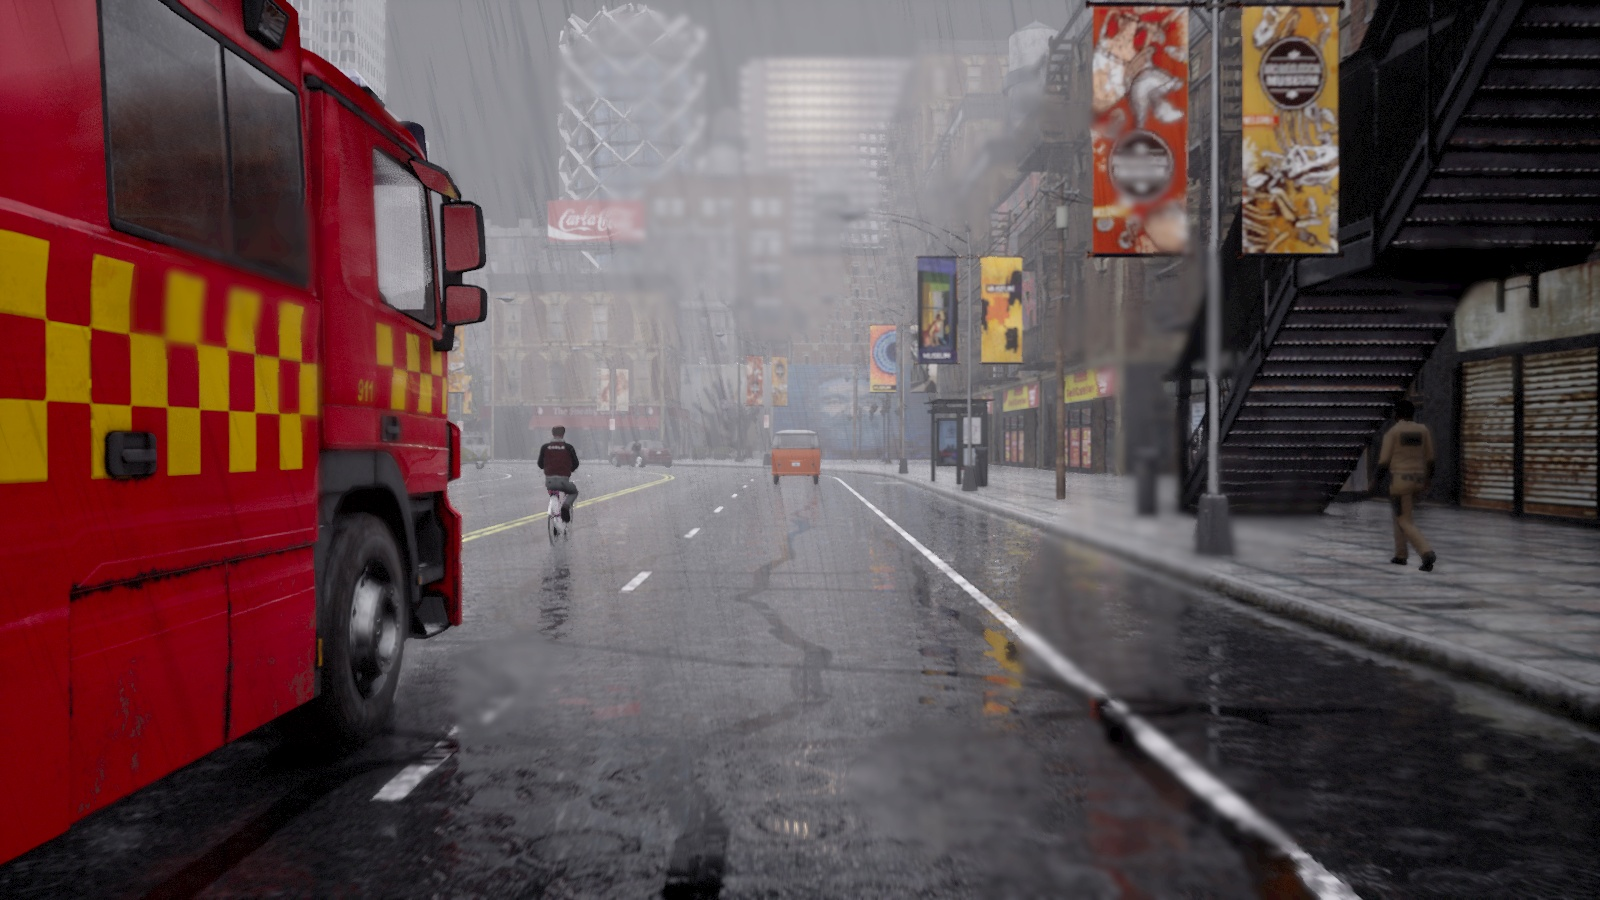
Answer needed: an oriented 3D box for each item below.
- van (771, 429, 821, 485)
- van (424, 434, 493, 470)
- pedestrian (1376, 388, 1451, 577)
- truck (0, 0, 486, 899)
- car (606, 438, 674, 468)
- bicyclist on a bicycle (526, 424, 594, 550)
[{"bbox_3d":[-0.139,0.235,46.912,1.775,1.987,4.442,0,0,0],"label":"van"},{"bbox_3d":[-19.612,0.079,72.017,4.442,1.987,1.775,0,0,43],"label":"van"},{"bbox_3d":[6.449,0.333,13.215,0.396,1.930,0.692,0,0,-6],"label":"pedestrian"},{"bbox_3d":[-3.482,-0.442,3.898,2.891,3.827,8.468,0,0,0],"label":"truck"},{"bbox_3d":[-9.808,0.165,76.842,2.097,1.767,4.553,0,0,-38],"label":"car"},{"bbox_3d":[-3.534,0.510,18.612,0.659,1.776,1.843,0,1,0],"label":"bicyclist on a bicycle"}]
